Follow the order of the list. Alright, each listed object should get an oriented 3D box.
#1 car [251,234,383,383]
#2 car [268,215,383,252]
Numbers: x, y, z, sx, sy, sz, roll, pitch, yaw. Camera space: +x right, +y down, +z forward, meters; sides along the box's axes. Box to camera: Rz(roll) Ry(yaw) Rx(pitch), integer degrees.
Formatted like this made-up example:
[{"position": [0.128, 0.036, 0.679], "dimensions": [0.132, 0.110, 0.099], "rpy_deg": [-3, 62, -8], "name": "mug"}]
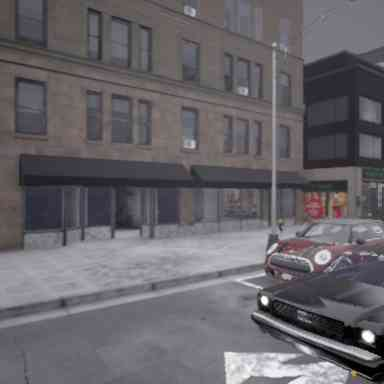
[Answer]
[{"position": [3.181, 1.618, 5.345], "dimensions": [4.718, 1.301, 1.895], "rpy_deg": [0, 0, -36], "name": "car"}, {"position": [3.850, 1.464, 8.939], "dimensions": [4.097, 1.590, 1.967], "rpy_deg": [0, 0, -36], "name": "car"}]
